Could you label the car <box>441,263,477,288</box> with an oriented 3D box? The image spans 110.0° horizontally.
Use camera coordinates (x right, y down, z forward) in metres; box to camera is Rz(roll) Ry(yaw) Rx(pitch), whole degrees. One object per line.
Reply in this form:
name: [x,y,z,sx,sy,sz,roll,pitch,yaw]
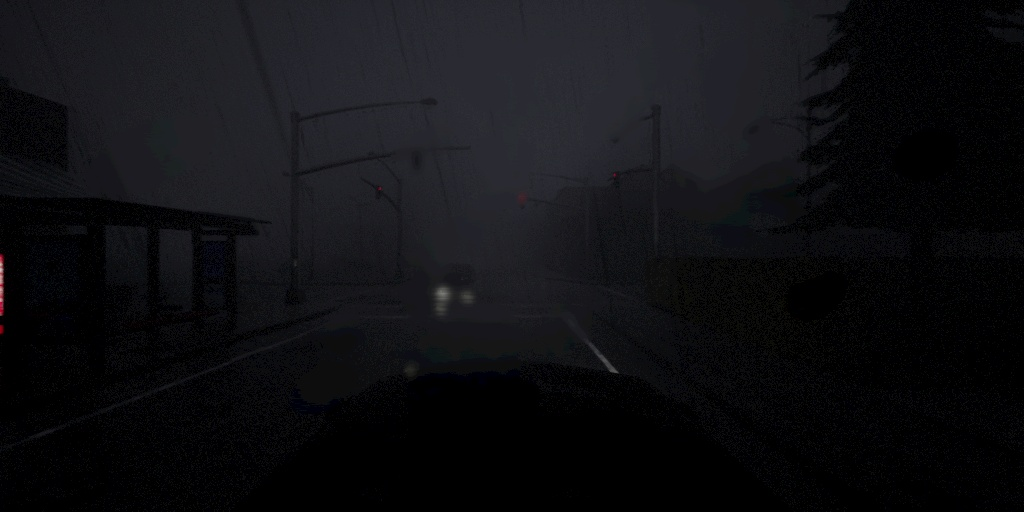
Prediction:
car: [-3.492,1.271,24.072,1.882,1.535,5.008,0,2,0]
